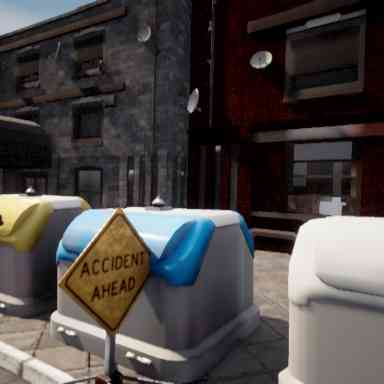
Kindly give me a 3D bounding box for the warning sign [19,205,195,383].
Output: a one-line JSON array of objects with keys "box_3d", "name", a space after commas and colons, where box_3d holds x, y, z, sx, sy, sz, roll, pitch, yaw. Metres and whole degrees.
[{"box_3d": [-0.818, 1.097, 3.422, 1.060, 1.860, 1.300, 2, -1, 35], "name": "warning sign"}]
